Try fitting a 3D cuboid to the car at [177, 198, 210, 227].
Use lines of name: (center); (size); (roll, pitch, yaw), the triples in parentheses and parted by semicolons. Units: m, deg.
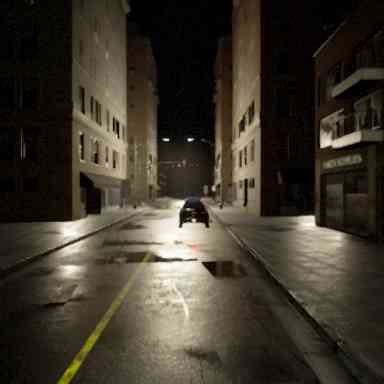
car: (0.112, 1.376, 21.613); (1.837, 1.490, 4.892); (0, 0, 0)
